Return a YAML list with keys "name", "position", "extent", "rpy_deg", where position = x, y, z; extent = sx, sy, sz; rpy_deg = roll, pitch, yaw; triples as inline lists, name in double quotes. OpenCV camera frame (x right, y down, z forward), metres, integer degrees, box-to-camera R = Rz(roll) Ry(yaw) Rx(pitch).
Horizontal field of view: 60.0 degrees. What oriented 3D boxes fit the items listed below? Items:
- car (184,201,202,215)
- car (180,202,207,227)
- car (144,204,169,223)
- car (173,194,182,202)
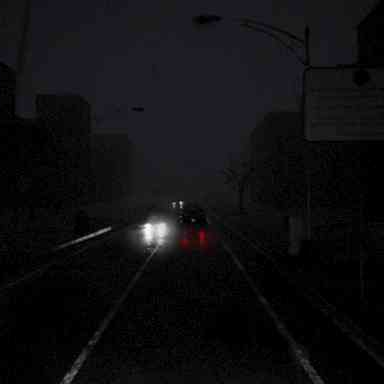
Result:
- name: "car"
  position: [0.105, 1.958, 42.459]
  extent: [2.128, 1.511, 4.902]
  rpy_deg: [0, 0, 0]
- name: "car"
  position: [0.102, 1.805, 25.633]
  extent: [2.128, 1.511, 4.902]
  rpy_deg: [0, -1, 0]
- name: "car"
  position: [-3.094, 1.871, 29.797]
  extent: [2.128, 1.511, 4.902]
  rpy_deg: [0, -1, 0]
- name: "car"
  position: [-2.993, 1.251, 70.090]
  extent: [1.812, 1.442, 4.674]
  rpy_deg: [0, 3, 0]
